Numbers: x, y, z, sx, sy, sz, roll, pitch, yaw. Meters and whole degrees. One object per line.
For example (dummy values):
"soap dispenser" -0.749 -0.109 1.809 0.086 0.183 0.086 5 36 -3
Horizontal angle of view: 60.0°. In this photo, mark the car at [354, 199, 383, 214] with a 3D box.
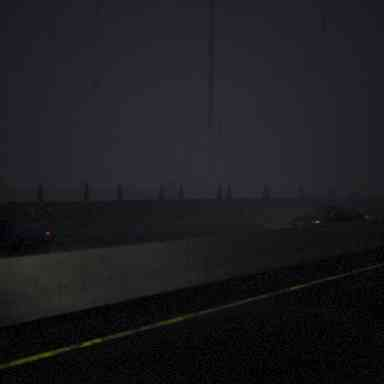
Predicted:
"car" 17.387 1.448 33.581 4.892 1.490 1.837 0 0 -35

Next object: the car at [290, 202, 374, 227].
"car" 7.290 1.454 17.791 4.902 1.511 2.128 0 0 -35

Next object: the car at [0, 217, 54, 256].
"car" -7.684 1.546 11.409 5.357 1.411 2.033 0 0 -36
